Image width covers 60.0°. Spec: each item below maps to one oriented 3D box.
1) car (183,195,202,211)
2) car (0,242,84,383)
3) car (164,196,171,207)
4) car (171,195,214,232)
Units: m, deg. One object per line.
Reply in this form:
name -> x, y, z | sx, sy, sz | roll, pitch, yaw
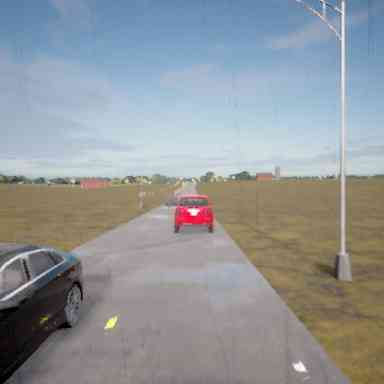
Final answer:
car -> 0.087, 1.226, 39.097 | 2.097, 1.767, 4.553 | 0, 0, 0
car -> -2.851, 1.488, 4.109 | 2.128, 1.511, 4.902 | 0, 0, 0
car -> -2.839, 1.324, 47.041 | 1.837, 1.490, 4.892 | 0, 0, 0
car -> 0.099, 1.185, 19.892 | 2.150, 2.045, 5.566 | 0, 1, 0
